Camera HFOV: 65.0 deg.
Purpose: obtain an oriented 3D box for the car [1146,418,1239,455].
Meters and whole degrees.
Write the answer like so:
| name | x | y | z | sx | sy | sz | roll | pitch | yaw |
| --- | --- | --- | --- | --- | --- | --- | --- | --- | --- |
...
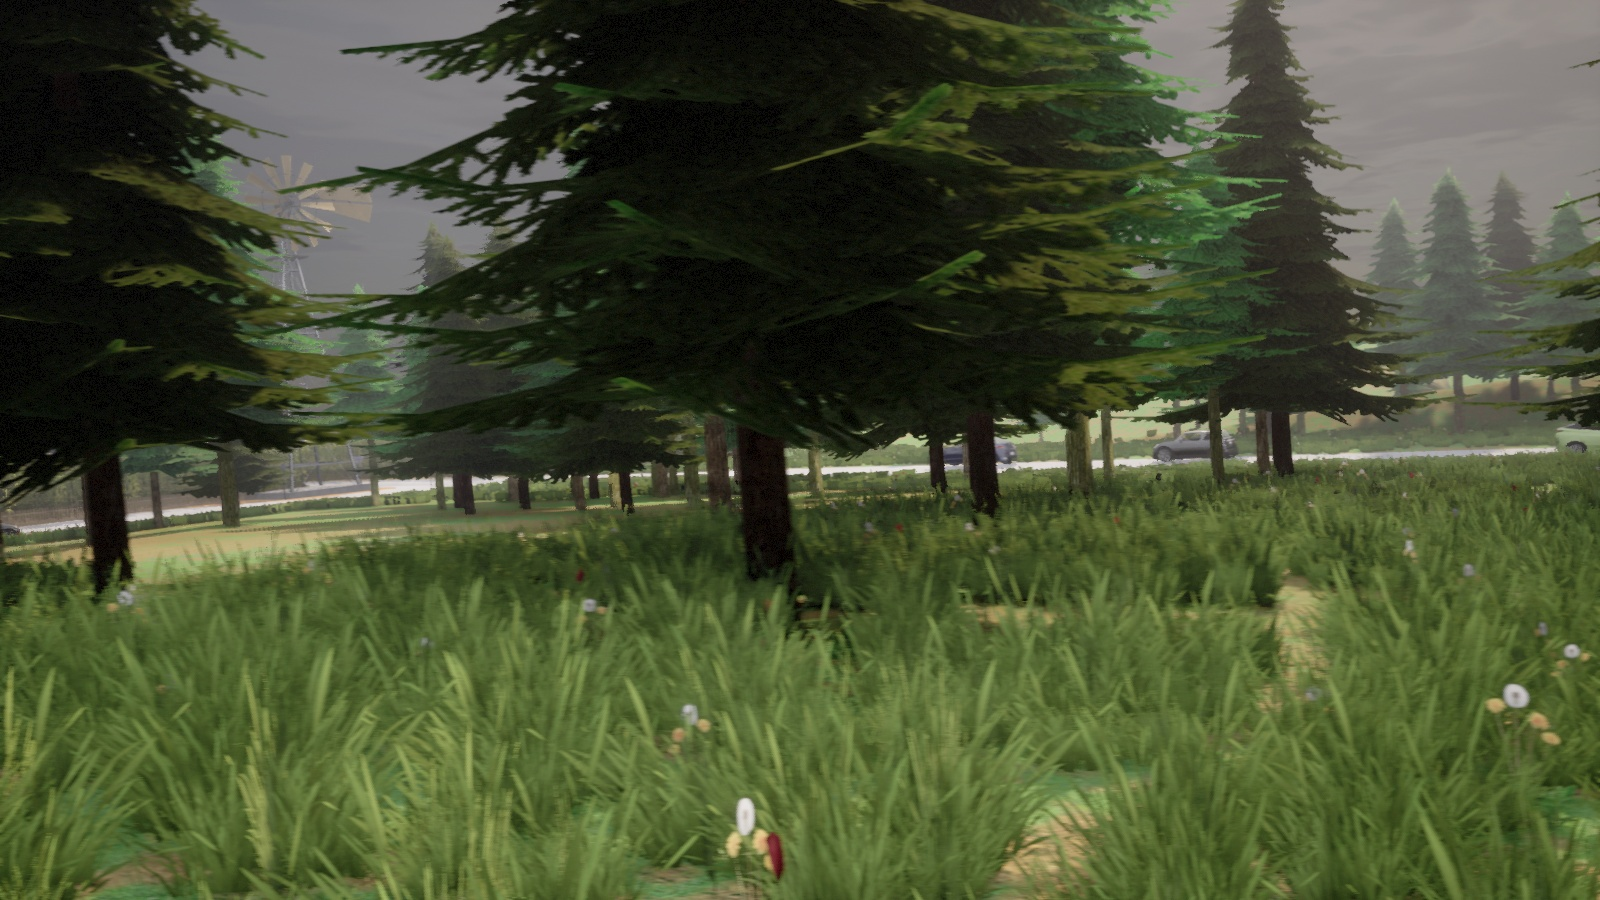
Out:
| name | x | y | z | sx | sy | sz | roll | pitch | yaw |
| --- | --- | --- | --- | --- | --- | --- | --- | --- | --- |
| car | 19.186 | -0.655 | 61.443 | 3.806 | 1.475 | 1.970 | -4 | 3 | 39 |

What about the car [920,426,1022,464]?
| name | x | y | z | sx | sy | sz | roll | pitch | yaw |
| --- | --- | --- | --- | --- | --- | --- | --- | --- | --- |
| car | 9.411 | -0.241 | 69.316 | 5.027 | 1.651 | 2.152 | -4 | 3 | 39 |

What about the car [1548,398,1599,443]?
| name | x | y | z | sx | sy | sz | roll | pitch | yaw |
| --- | --- | --- | --- | --- | --- | --- | --- | --- | --- |
| car | 31.079 | -1.200 | 47.303 | 2.007 | 1.525 | 4.514 | -8 | 3 | -44 |

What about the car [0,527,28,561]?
| name | x | y | z | sx | sy | sz | roll | pitch | yaw |
| --- | --- | --- | --- | --- | --- | --- | --- | --- | --- |
| car | -42.309 | 5.027 | 64.465 | 1.851 | 1.617 | 3.988 | -3 | 3 | 39 |
